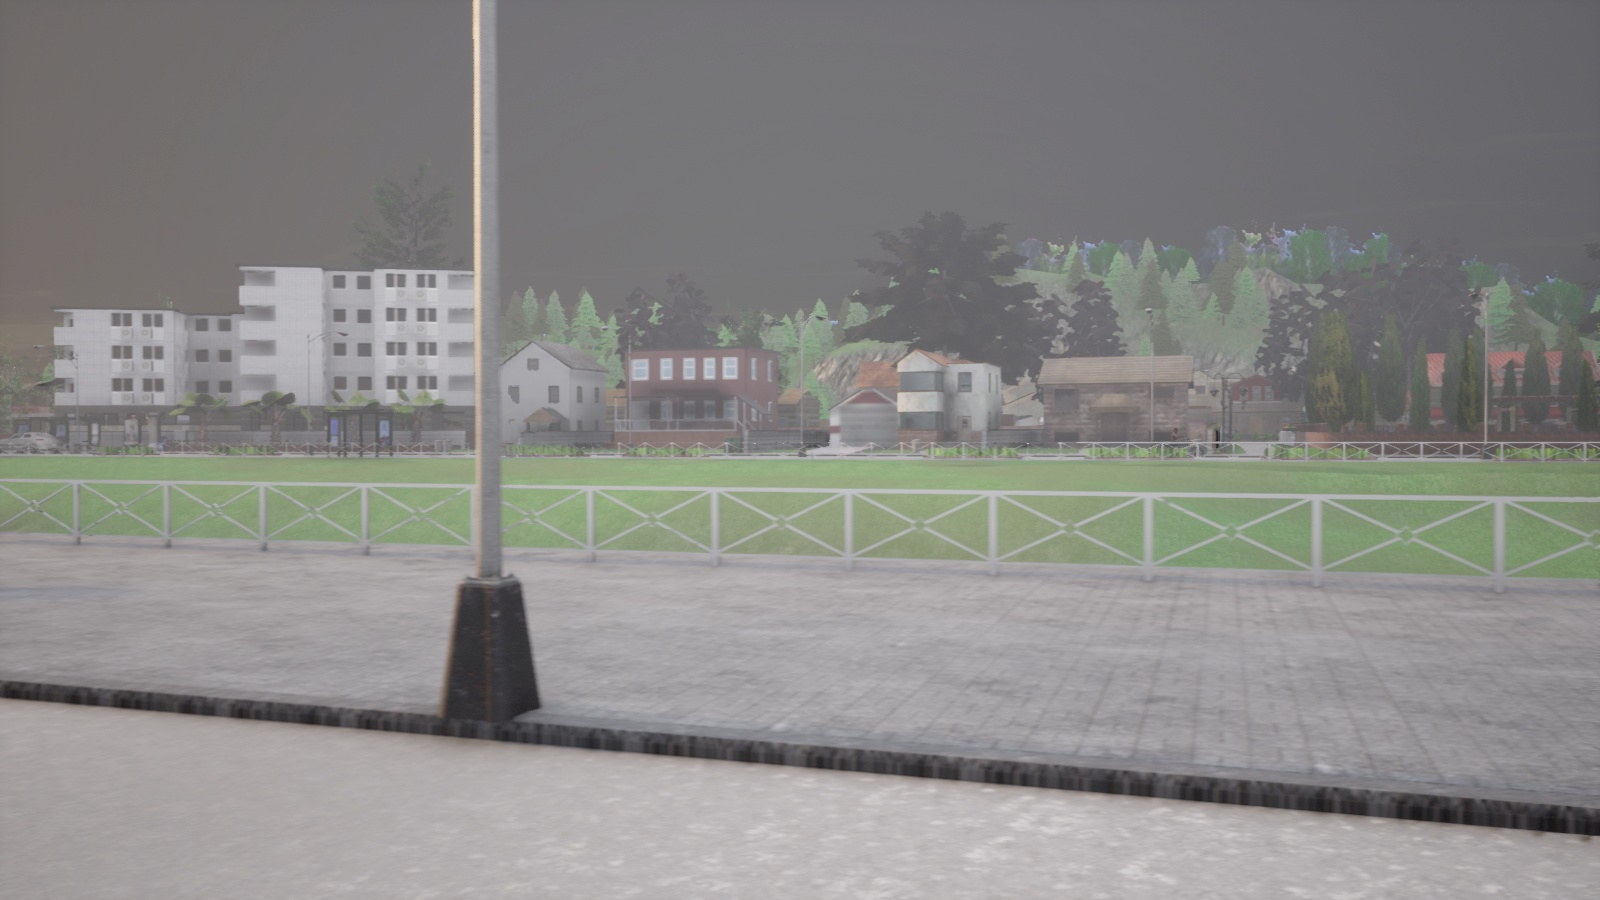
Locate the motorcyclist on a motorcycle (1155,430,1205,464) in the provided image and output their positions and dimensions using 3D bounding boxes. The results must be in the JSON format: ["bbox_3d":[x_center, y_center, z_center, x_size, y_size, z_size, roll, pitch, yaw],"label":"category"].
[{"bbox_3d":[18.906,-0.152,62.440,2.350,1.649,0.766,1,1,19],"label":"motorcyclist on a motorcycle"}]
